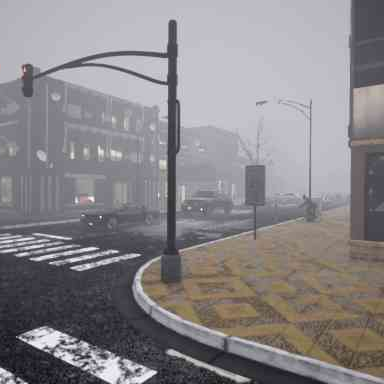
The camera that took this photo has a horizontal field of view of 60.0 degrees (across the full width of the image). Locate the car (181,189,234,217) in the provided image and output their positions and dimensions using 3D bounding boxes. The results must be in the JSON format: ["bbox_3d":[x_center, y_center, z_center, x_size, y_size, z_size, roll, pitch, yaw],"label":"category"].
[{"bbox_3d":[1.379,0.798,27.130,2.150,2.045,5.566,1,1,35],"label":"car"}]

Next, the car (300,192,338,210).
[{"bbox_3d":[12.658,0.993,33.059,2.008,1.369,4.403,2,2,35],"label":"car"}]

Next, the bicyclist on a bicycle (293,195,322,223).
[{"bbox_3d":[6.785,1.003,19.589,1.656,1.620,0.582,0,1,35],"label":"bicyclist on a bicycle"}]

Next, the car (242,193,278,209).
[{"bbox_3d":[7.088,1.014,35.379,1.895,1.301,4.718,1,1,35],"label":"car"}]

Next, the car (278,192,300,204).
[{"bbox_3d":[12.961,0.771,43.792,1.812,1.442,4.674,1,1,34],"label":"car"}]

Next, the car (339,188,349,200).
[{"bbox_3d":[24.218,0.572,54.545,2.033,1.411,5.357,1,1,36],"label":"car"}]

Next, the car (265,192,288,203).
[{"bbox_3d":[12.109,0.767,47.234,1.802,1.307,4.206,2,2,35],"label":"car"}]

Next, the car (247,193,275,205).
[{"bbox_3d":[8.870,0.821,42.612,1.887,1.381,4.507,2,2,35],"label":"car"}]

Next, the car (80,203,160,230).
[{"bbox_3d":[-4.062,1.334,19.289,1.895,1.301,4.718,1,1,35],"label":"car"}]

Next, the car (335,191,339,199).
[{"bbox_3d":[18.538,0.788,46.308,1.895,1.301,4.718,1,1,35],"label":"car"}]

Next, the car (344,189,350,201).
[{"bbox_3d":[25.417,0.619,51.680,1.887,1.381,4.507,2,2,35],"label":"car"}]
